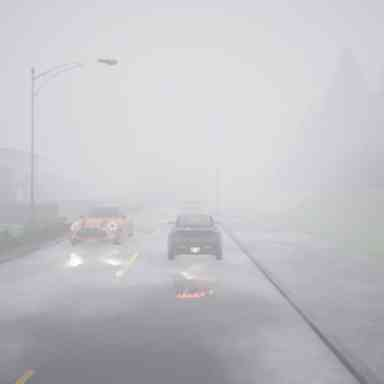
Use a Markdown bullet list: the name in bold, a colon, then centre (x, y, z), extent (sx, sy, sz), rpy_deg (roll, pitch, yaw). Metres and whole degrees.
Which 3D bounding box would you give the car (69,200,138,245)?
- **car**: centre (-4.097, 1.424, 15.766), extent (2.097, 1.767, 4.553), rpy_deg (0, 0, 0)

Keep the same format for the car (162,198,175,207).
- **car**: centre (-4.050, 1.751, 57.322), extent (2.128, 1.511, 4.902), rpy_deg (0, 0, 0)

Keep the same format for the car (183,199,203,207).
- **car**: centre (0.105, 1.512, 35.632), extent (2.097, 1.767, 4.553), rpy_deg (0, 0, 0)

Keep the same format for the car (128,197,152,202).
- **car**: centre (-10.315, 1.758, 66.806), extent (5.357, 1.415, 2.033), rpy_deg (0, 0, -40)

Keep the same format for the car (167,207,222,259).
- **car**: centre (0.101, 1.564, 12.844), extent (1.837, 1.490, 4.892), rpy_deg (0, 0, 0)
